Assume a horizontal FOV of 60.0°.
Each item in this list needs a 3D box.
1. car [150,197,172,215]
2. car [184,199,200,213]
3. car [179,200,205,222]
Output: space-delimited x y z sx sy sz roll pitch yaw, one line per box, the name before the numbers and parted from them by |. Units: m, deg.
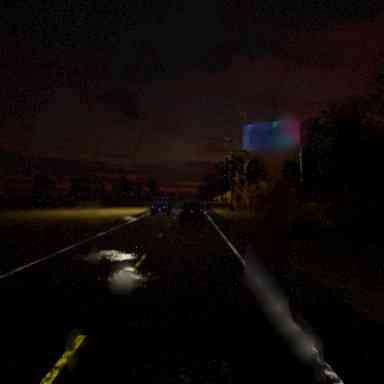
car | -3.561 1.619 39.385 2.150 2.045 5.566 0 -1 0
car | 0.025 1.799 45.040 2.097 1.767 4.553 0 -1 1
car | 0.024 1.640 29.048 2.097 1.767 4.553 0 -1 0
